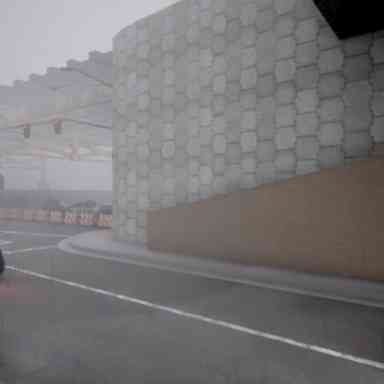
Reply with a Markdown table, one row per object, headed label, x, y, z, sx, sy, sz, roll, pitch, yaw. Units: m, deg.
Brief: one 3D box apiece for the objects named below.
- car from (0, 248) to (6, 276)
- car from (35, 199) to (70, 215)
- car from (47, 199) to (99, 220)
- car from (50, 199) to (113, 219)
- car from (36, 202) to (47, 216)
| label | x | y | z | sx | sy | sz | roll | pitch | yaw |
| --- | --- | --- | --- | --- | --- | --- | --- | --- | --- |
| car | -6.777 | 1.565 | 8.774 | 4.181 | 1.385 | 1.994 | 0 | 0 | 35 |
| car | -12.495 | 1.297 | 30.075 | 1.853 | 1.218 | 4.536 | 0 | 0 | -9 |
| car | -8.797 | 1.455 | 27.263 | 4.974 | 1.542 | 2.038 | 0 | 0 | 1 |
| car | -8.745 | 1.297 | 27.263 | 4.536 | 1.218 | 1.853 | 0 | 0 | 1 |
| car | -12.486 | 1.455 | 30.024 | 2.038 | 1.542 | 4.974 | 0 | 0 | -9 |
